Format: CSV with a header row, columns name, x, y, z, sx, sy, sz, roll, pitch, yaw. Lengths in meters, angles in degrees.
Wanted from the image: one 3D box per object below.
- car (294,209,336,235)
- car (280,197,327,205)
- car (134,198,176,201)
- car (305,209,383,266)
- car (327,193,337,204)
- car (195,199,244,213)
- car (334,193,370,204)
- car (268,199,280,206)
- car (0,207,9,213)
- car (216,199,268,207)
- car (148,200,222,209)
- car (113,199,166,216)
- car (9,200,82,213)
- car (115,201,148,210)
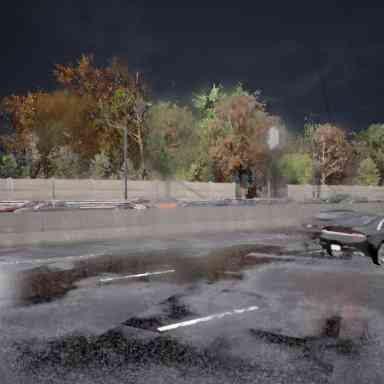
name,x,y,z,sx,sy,sz,roll,pitch,yaw
car,7.362,1.547,16.000,5.357,1.411,2.033,0,0,-30
car,13.487,1.493,40.096,4.902,1.511,2.128,0,0,-30
car,-3.112,1.352,30.391,4.553,1.767,2.097,0,0,-30
car,6.507,1.491,11.457,4.902,1.511,2.128,0,0,-30
car,21.033,1.229,48.557,5.566,2.045,2.150,0,0,-30
car,3.222,1.548,38.156,5.357,1.411,2.033,0,0,-30
car,22.007,1.358,45.076,4.553,1.767,2.097,0,0,-30
car,12.106,1.550,43.341,5.357,1.411,2.033,0,0,-30
car,-13.590,1.478,28.322,5.008,1.535,1.882,0,0,-30
car,5.080,1.548,35.182,5.357,1.411,2.033,0,0,-31
car,-0.454,1.525,23.842,4.674,1.442,1.812,0,0,-30
car,-5.216,1.505,33.212,4.892,1.490,1.837,0,0,-30
car,-11.098,1.492,25.722,4.902,1.511,2.128,0,0,-30
car,-4.095,1.600,25.766,4.718,1.301,1.895,0,0,-30
